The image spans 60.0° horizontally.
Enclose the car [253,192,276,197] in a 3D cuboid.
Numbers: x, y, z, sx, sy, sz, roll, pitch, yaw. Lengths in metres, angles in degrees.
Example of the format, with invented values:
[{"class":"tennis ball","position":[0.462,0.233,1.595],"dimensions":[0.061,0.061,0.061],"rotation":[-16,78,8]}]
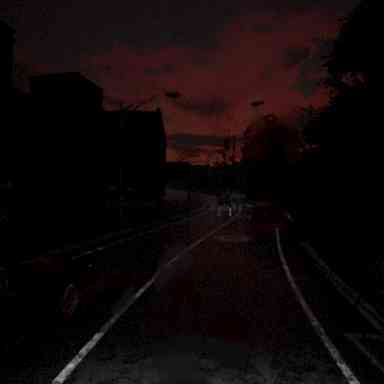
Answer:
[{"class":"car","position":[7.627,1.102,33.948],"dimensions":[2.150,2.045,5.566],"rotation":[0,1,11]}]

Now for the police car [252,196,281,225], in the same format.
[{"class":"police car","position":[5.408,1.380,24.125],"dimensions":[1.930,1.638,5.238],"rotation":[0,0,14]}]

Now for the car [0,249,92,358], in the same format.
[{"class":"car","position":[-3.192,1.599,4.702],"dimensions":[1.895,1.301,4.718],"rotation":[0,0,6]}]

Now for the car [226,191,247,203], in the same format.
[{"class":"car","position":[8.040,0.746,58.473],"dimensions":[2.150,2.045,5.566],"rotation":[0,1,-6]}]

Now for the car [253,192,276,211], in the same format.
[{"class":"car","position":[8.634,1.039,40.032],"dimensions":[2.150,2.045,5.566],"rotation":[0,1,8]}]

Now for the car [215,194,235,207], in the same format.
[{"class":"car","position":[4.482,1.331,46.037],"dimensions":[1.895,1.301,4.718],"rotation":[0,1,4]}]

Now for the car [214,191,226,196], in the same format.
[{"class":"car","position":[6.349,0.553,72.297],"dimensions":[2.033,1.411,5.357],"rotation":[1,2,-12]}]
